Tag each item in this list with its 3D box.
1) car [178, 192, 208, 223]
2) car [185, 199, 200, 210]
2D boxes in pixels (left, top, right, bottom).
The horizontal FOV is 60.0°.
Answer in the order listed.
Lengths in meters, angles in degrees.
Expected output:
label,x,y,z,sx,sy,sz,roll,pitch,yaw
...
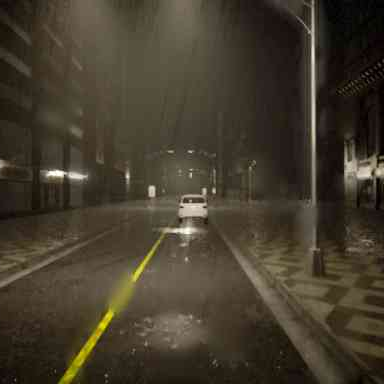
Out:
label,x,y,z,sx,sy,sz,roll,pitch,yaw
car,0.095,1.231,25.882,2.150,2.045,5.566,0,0,0
car,0.077,1.615,44.006,1.895,1.301,4.718,0,0,0
